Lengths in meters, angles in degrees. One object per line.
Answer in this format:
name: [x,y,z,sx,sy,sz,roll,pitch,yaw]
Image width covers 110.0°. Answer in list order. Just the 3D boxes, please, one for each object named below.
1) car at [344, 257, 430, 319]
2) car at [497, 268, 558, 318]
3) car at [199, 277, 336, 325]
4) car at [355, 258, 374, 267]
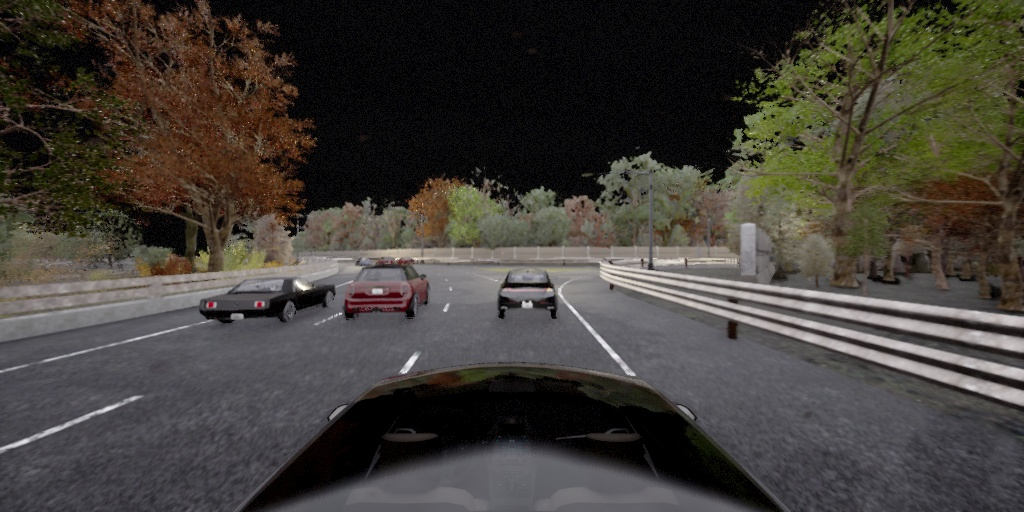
car: [-4.211,1.056,12.751,2.097,1.767,4.553,0,0,-6]
car: [0.564,1.178,12.637,2.128,1.511,4.902,0,0,3]
car: [-7.573,1.323,11.824,1.895,1.301,4.718,0,0,-5]
car: [-24.590,1.083,59.515,1.994,1.385,4.181,0,0,-36]
